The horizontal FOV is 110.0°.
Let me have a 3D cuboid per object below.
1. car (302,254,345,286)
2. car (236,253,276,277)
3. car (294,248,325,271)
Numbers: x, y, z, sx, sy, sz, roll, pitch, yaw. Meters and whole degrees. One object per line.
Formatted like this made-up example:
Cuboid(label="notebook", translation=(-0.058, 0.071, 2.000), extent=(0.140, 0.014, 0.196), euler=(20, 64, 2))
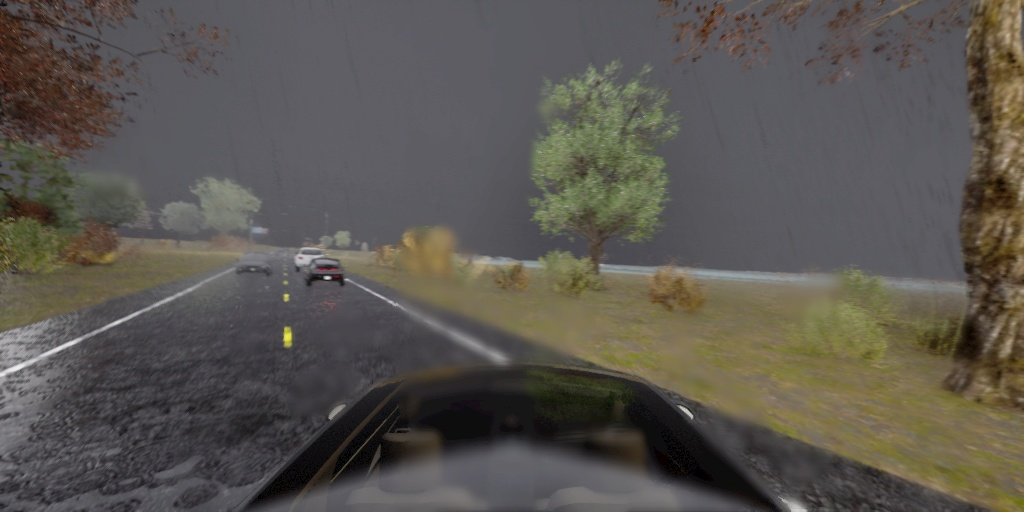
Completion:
Cuboid(label="car", translation=(-10.798, 0.848, 20.626), extent=(1.837, 1.490, 4.892), euler=(2, 0, -32))
Cuboid(label="car", translation=(-17.541, 0.581, 24.636), extent=(1.837, 1.490, 4.892), euler=(2, 0, -32))
Cuboid(label="car", translation=(-18.150, 0.285, 32.233), extent=(2.150, 2.045, 5.566), euler=(2, 0, -32))
